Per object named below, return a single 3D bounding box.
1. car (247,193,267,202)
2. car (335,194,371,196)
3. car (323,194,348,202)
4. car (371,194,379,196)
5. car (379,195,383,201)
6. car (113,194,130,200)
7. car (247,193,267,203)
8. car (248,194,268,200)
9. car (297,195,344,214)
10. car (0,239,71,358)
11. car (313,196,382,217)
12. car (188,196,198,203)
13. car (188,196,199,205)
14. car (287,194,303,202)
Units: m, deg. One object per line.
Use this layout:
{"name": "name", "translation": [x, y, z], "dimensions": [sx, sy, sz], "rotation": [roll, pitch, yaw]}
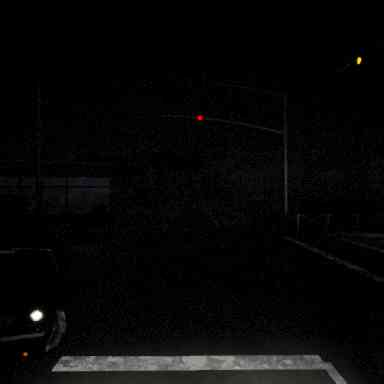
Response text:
{"name": "car", "translation": [13.426, 1.077, 68.932], "dimensions": [3.866, 1.878, 1.905], "rotation": [0, 0, 0]}
{"name": "car", "translation": [20.636, 1.320, 43.223], "dimensions": [3.633, 1.501, 1.845], "rotation": [0, 0, 0]}
{"name": "car", "translation": [31.291, 1.298, 72.653], "dimensions": [4.514, 1.523, 2.007], "rotation": [0, 0, 0]}
{"name": "car", "translation": [38.354, 1.232, 69.017], "dimensions": [3.806, 1.475, 1.970], "rotation": [0, 0, 0]}
{"name": "car", "translation": [38.701, 1.153, 62.601], "dimensions": [5.027, 1.636, 2.152], "rotation": [0, 0, 0]}
{"name": "car", "translation": [-19.433, 1.332, 91.525], "dimensions": [4.674, 1.442, 1.812], "rotation": [0, 0, 0]}
{"name": "car", "translation": [12.827, 1.361, 65.605], "dimensions": [3.806, 1.475, 1.970], "rotation": [0, 0, 0]}
{"name": "car", "translation": [18.102, 1.333, 91.563], "dimensions": [4.902, 1.511, 2.128], "rotation": [0, 0, 0]}
{"name": "car", "translation": [13.006, 1.330, 31.348], "dimensions": [5.027, 1.636, 2.152], "rotation": [0, 0, 0]}
{"name": "car", "translation": [-3.238, 1.601, 5.907], "dimensions": [1.895, 1.301, 4.718], "rotation": [0, 0, -18]}
{"name": "car", "translation": [13.070, 1.339, 28.212], "dimensions": [4.514, 1.523, 2.007], "rotation": [0, 0, 0]}
{"name": "car", "translation": [0.249, 1.547, 69.629], "dimensions": [2.033, 1.411, 5.357], "rotation": [0, 0, 0]}
{"name": "car", "translation": [0.223, 1.505, 57.132], "dimensions": [1.837, 1.490, 4.892], "rotation": [0, 0, 0]}
{"name": "car", "translation": [21.306, 1.097, 65.675], "dimensions": [4.605, 1.855, 1.932], "rotation": [0, 0, 0]}
